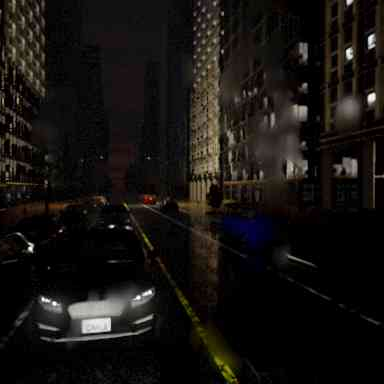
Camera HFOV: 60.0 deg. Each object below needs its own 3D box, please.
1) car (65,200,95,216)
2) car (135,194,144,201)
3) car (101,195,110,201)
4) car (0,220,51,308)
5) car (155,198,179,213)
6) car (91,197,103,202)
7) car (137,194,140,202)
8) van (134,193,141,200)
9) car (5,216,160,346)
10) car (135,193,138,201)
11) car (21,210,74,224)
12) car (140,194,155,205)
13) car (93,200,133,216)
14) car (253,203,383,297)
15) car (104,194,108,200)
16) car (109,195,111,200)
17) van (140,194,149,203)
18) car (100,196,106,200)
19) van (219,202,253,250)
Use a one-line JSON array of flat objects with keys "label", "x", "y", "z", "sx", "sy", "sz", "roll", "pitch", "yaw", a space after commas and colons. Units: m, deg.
[{"label": "car", "x": -8.213, "y": 1.545, "z": 23.487, "sx": 2.008, "sy": 1.369, "sz": 4.403, "roll": -1, "pitch": 0, "yaw": -13}, {"label": "car", "x": -13.740, "y": 1.412, "z": 86.324, "sx": 1.967, "sy": 1.590, "sz": 4.097, "roll": -1, "pitch": 0, "yaw": -13}, {"label": "car", "x": -21.915, "y": 1.523, "z": 84.488, "sx": 2.008, "sy": 1.369, "sz": 4.403, "roll": -1, "pitch": 0, "yaw": -13}, {"label": "car", "x": -4.477, "y": 1.549, "z": 6.851, "sx": 2.008, "sy": 1.369, "sz": 4.403, "roll": -1, "pitch": 0, "yaw": -13}, {"label": "car", "x": -2.527, "y": 1.541, "z": 36.415, "sx": 2.008, "sy": 1.369, "sz": 4.403, "roll": -1, "pitch": 0, "yaw": -13}, {"label": "car", "x": -10.704, "y": 1.542, "z": 34.578, "sx": 2.008, "sy": 1.369, "sz": 4.403, "roll": -1, "pitch": 0, "yaw": -13}, {"label": "car", "x": -8.758, "y": 1.297, "z": 64.142, "sx": 2.192, "sy": 1.841, "sz": 5.009, "roll": -1, "pitch": 0, "yaw": -13}, {"label": "van", "x": -14.986, "y": 1.311, "z": 91.869, "sx": 1.690, "sy": 1.788, "sz": 3.998, "roll": -1, "pitch": 0, "yaw": -13}, {"label": "car", "x": -1.795, "y": 1.490, "z": 6.759, "sx": 2.128, "sy": 1.511, "sz": 4.902, "roll": 0, "pitch": 0, "yaw": -13}, {"label": "car", "x": -11.248, "y": 1.417, "z": 75.233, "sx": 1.967, "sy": 1.590, "sz": 4.097, "roll": -1, "pitch": 0, "yaw": -13}, {"label": "car", "x": -5.721, "y": 1.579, "z": 12.396, "sx": 1.802, "sy": 1.307, "sz": 4.206, "roll": -1, "pitch": 0, "yaw": -13}, {"label": "car", "x": -7.513, "y": 1.299, "z": 58.596, "sx": 2.192, "sy": 1.841, "sz": 5.009, "roll": -1, "pitch": 0, "yaw": -13}, {"label": "car", "x": -4.617, "y": 1.473, "z": 19.790, "sx": 1.882, "sy": 1.535, "sz": 5.008, "roll": 0, "pitch": 0, "yaw": -13}, {"label": "car", "x": 3.698, "y": 1.313, "z": 8.687, "sx": 2.192, "sy": 1.841, "sz": 5.009, "roll": -1, "pitch": 0, "yaw": -13}, {"label": "car", "x": -14.442, "y": 1.426, "z": 51.214, "sx": 1.967, "sy": 1.590, "sz": 4.097, "roll": -1, "pitch": 0, "yaw": -13}, {"label": "car", "x": -19.424, "y": 1.543, "z": 73.397, "sx": 1.947, "sy": 1.339, "sz": 4.313, "roll": -1, "pitch": 0, "yaw": -13}, {"label": "van", "x": -10.003, "y": 1.321, "z": 69.687, "sx": 1.690, "sy": 1.788, "sz": 3.998, "roll": -1, "pitch": 0, "yaw": -13}, {"label": "car", "x": -13.195, "y": 1.569, "z": 45.669, "sx": 1.802, "sy": 1.307, "sz": 4.206, "roll": -1, "pitch": 0, "yaw": -13}, {"label": "van", "x": 2.453, "y": 1.338, "z": 14.233, "sx": 1.690, "sy": 1.788, "sz": 3.998, "roll": -1, "pitch": 0, "yaw": -13}]
